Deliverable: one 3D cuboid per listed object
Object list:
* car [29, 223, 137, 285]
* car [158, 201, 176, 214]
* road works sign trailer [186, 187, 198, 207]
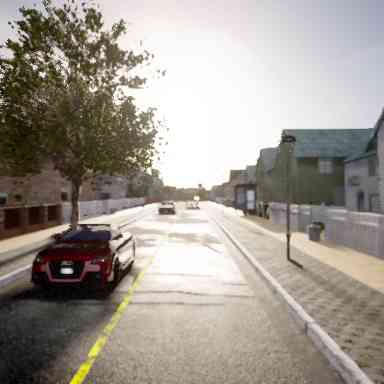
[{"bbox_3d":[-2.827,1.600,9.500,1.994,1.385,4.181,0,0,0],"label":"car"},{"bbox_3d":[-2.851,1.770,38.811,2.033,1.411,5.357,0,0,0],"label":"car"},{"bbox_3d":[-0.019,0.914,62.313,2.380,3.560,2.880,0,-1,1],"label":"road works sign trailer"}]
